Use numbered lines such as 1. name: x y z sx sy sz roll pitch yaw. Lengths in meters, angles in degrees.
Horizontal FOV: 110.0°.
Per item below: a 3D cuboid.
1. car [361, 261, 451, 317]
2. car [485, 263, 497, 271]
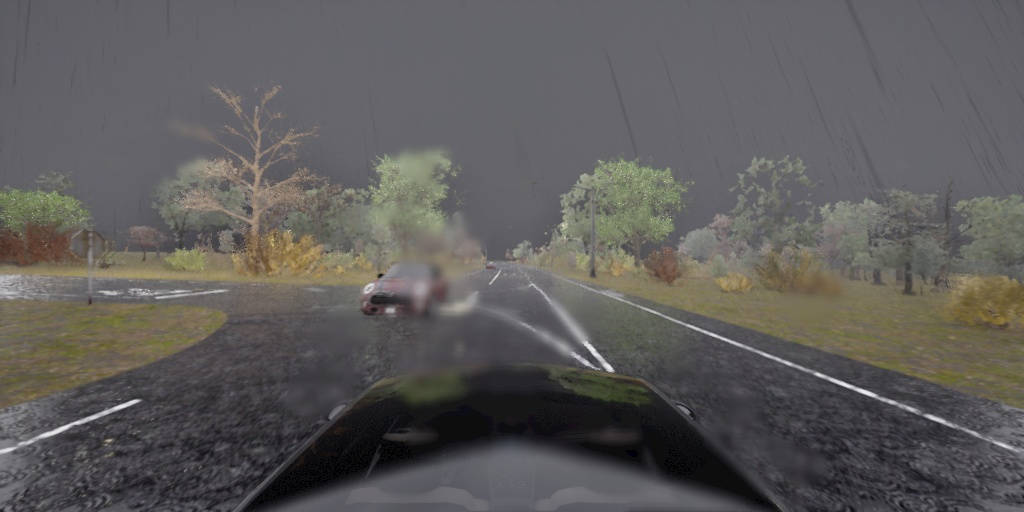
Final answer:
1. car: -3.483 0.978 12.584 2.097 1.767 4.553 1 0 0
2. car: -3.764 1.950 64.336 1.895 1.301 4.718 0 -1 0
